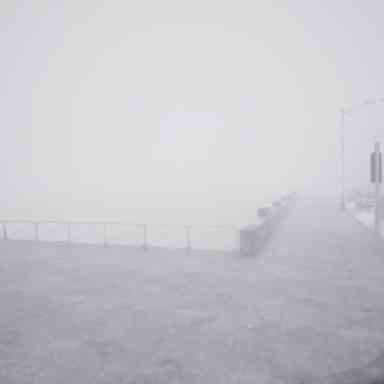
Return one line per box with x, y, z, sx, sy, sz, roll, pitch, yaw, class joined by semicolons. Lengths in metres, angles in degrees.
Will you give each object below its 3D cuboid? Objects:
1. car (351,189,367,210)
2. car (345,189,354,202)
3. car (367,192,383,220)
14.247;0.686;26.605;1.895;1.301;4.718;-1;1;20;car
17.679;0.365;35.798;1.994;1.385;4.181;-1;1;20;car
10.905;0.913;17.538;2.033;1.411;5.357;-1;1;20;car
